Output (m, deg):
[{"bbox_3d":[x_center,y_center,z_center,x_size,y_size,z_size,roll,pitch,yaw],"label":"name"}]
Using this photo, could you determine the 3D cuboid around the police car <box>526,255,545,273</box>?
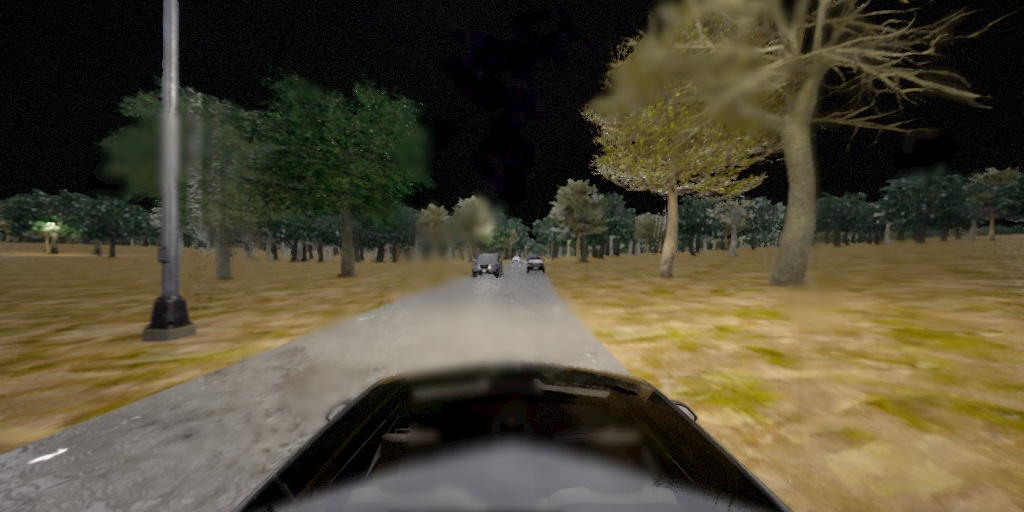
[{"bbox_3d":[2.533,0.962,38.479,1.930,1.638,5.238,1,0,4],"label":"police car"}]

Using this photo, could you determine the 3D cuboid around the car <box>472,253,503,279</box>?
[{"bbox_3d":[-1.986,0.771,30.710,2.150,2.045,5.566,1,1,4],"label":"car"}]
